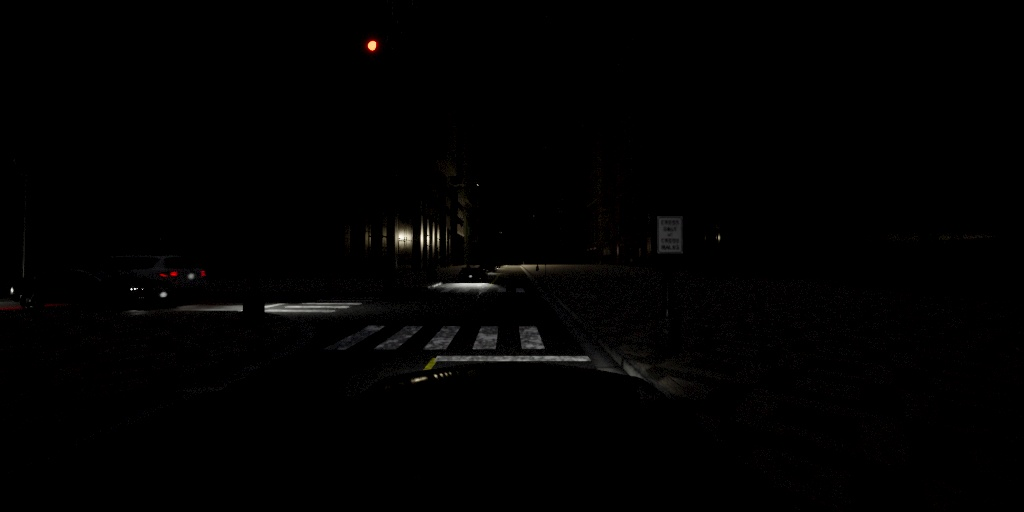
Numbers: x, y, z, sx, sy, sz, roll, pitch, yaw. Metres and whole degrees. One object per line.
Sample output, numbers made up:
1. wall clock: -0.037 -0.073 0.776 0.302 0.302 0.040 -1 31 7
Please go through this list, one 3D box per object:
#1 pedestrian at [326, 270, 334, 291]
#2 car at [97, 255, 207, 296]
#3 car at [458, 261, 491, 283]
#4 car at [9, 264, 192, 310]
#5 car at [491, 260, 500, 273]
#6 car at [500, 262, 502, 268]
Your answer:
1. pedestrian: -9.967 0.974 19.633 0.375 1.860 0.375 0 -1 0
2. car: -17.235 0.968 16.428 5.566 2.045 2.150 0 -1 3
3. car: -3.031 1.326 28.449 1.994 1.385 4.181 0 0 1
4. car: -15.477 1.177 13.413 4.902 1.511 2.128 0 -1 0
5. car: -3.000 1.352 44.809 2.033 1.411 5.357 0 0 0
6. car: -2.859 1.448 63.173 1.837 1.490 4.892 0 0 0
